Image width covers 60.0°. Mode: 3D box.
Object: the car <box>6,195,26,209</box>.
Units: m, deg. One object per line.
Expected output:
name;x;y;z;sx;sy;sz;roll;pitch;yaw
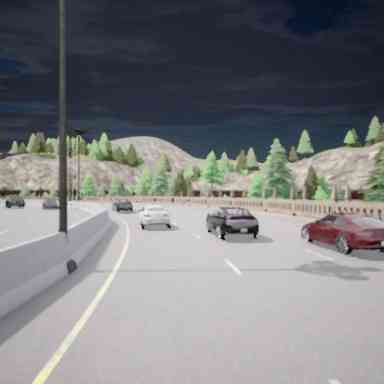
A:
car;-27.726;1.527;52.264;2.150;2.045;5.566;0;0;-35

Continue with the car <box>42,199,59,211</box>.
car;-19.442;1.726;45.790;1.837;1.490;4.892;0;0;-30

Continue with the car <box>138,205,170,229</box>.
car;-2.591;1.585;22.239;1.812;1.442;4.674;0;0;-13

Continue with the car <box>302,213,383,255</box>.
car;6.101;1.543;13.264;1.812;1.442;4.674;0;0;-7

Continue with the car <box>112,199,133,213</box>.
car;-8.315;1.633;39.513;2.128;1.511;4.902;0;0;-23

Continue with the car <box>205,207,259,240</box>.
car;1.956;1.527;17.349;2.128;1.511;4.902;0;0;-9
